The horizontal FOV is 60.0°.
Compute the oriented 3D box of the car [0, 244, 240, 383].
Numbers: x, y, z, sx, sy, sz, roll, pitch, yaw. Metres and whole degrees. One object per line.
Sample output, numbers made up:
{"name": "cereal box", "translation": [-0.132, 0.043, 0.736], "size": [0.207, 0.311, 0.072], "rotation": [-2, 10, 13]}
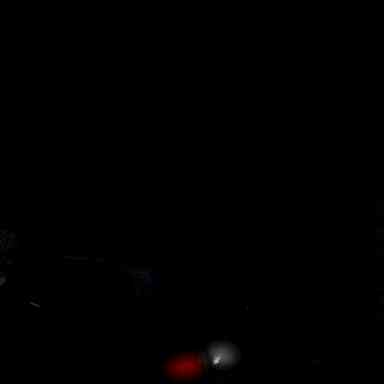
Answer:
{"name": "car", "translation": [-1.581, 1.512, 4.815], "size": [4.674, 1.442, 1.812], "rotation": [0, 0, 35]}
